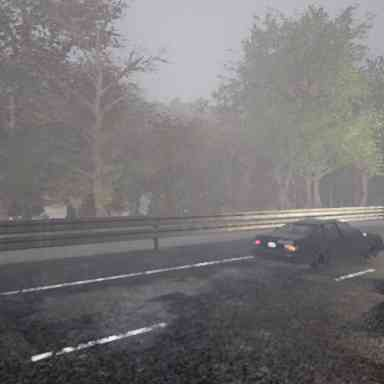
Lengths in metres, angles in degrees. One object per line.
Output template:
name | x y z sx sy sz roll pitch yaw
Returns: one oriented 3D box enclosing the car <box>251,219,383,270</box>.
car | 4.408 1.626 11.293 5.357 1.411 2.033 1 0 -35
